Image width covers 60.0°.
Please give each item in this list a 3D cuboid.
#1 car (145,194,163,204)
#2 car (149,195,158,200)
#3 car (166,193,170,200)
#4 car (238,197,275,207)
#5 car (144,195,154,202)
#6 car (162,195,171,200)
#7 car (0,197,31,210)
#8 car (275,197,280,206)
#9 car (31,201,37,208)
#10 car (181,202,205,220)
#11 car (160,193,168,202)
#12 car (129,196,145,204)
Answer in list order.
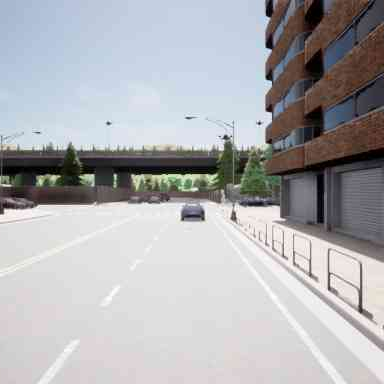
[{"bbox_3d":[-7.061,1.564,62.841,1.994,1.385,4.181,0,0,0],"label":"car"},{"bbox_3d":[-10.522,1.524,91.007,1.812,1.442,4.674,0,0,0],"label":"car"},{"bbox_3d":[-7.004,1.225,82.165,2.150,2.045,5.566,0,0,0],"label":"car"},{"bbox_3d":[9.038,1.545,47.799,4.718,1.301,1.895,0,0,1],"label":"car"},{"bbox_3d":[-10.504,1.524,80.682,1.812,1.442,4.674,0,0,0],"label":"car"},{"bbox_3d":[-7.031,1.552,92.008,1.994,1.385,4.181,0,0,0],"label":"car"},{"bbox_3d":[-22.698,1.470,40.567,4.674,1.442,1.812,0,0,0],"label":"car"},{"bbox_3d":[12.216,1.492,51.147,5.357,1.411,2.033,0,0,2],"label":"car"},{"bbox_3d":[-22.907,1.508,44.067,4.181,1.385,1.994,0,0,0],"label":"car"},{"bbox_3d":[0.083,1.564,28.183,1.994,1.385,4.181,0,0,0],"label":"car"},{"bbox_3d":[-7.004,1.540,72.070,2.033,1.411,5.357,0,0,0],"label":"car"},{"bbox_3d":[-10.559,1.525,62.244,1.812,1.442,4.674,0,0,0],"label":"car"}]
